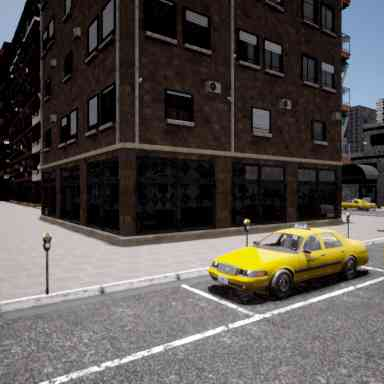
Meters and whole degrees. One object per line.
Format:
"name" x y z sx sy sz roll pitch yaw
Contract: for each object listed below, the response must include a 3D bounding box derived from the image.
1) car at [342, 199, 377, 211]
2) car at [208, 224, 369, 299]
"car" 19.281 1.468 39.658 1.752 1.417 4.829 0 0 -35
"car" 2.614 1.525 8.433 4.829 1.417 1.752 0 0 -36
